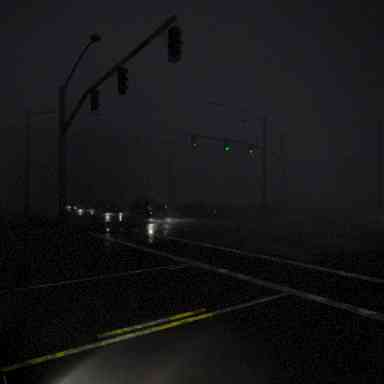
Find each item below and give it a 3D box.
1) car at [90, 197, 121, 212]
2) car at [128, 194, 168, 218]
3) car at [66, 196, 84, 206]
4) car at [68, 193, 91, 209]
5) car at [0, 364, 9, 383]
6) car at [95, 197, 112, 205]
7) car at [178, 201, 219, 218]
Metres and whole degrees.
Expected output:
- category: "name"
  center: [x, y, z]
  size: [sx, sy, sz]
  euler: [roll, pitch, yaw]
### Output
- category: "car"
  center: [-9.818, 1.526, 38.474]
  size: [1.812, 1.442, 4.674]
  euler: [0, 0, -36]
- category: "car"
  center: [-4.036, 1.352, 30.468]
  size: [2.097, 1.767, 4.553]
  euler: [0, 0, -36]
- category: "car"
  center: [-19.597, 1.492, 56.043]
  size: [2.128, 1.511, 4.902]
  euler: [0, 0, -10]
- category: "car"
  center: [-15.559, 1.221, 46.656]
  size: [2.150, 2.045, 5.566]
  euler: [0, 0, -33]
- category: "car"
  center: [-3.632, 1.547, 1.216]
  size: [5.357, 1.411, 2.033]
  euler: [0, 0, -35]
- category: "car"
  center: [-16.519, 1.601, 62.190]
  size: [1.895, 1.301, 4.718]
  euler: [0, 0, 2]
- category: "car"
  center: [0.573, 1.526, 30.407]
  size: [1.812, 1.442, 4.674]
  euler: [0, 0, -36]
